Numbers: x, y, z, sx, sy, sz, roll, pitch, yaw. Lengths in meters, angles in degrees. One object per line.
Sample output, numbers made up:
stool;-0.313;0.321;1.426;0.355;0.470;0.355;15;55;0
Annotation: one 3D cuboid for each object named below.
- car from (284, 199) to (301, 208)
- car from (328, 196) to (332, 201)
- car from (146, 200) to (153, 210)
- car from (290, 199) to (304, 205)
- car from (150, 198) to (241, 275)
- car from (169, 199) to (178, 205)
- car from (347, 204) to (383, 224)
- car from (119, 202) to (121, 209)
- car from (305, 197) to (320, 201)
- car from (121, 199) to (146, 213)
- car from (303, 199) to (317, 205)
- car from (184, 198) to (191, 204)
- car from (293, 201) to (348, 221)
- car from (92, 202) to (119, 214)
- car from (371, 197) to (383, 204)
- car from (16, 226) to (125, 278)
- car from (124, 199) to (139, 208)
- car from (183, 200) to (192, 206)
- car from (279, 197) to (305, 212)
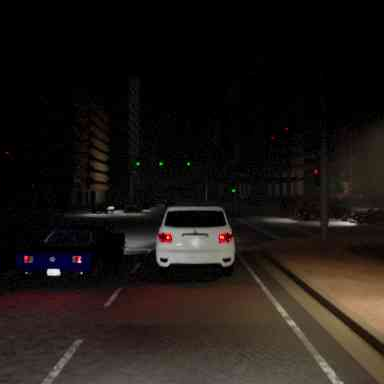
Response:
car;18.727;2.110;62.264;1.970;1.475;3.806;0;-1;0
car;30.037;2.042;77.444;1.932;1.855;4.605;0;-1;0
car;-8.022;2.133;54.759;1.837;1.490;4.892;0;-1;0
car;24.459;2.283;77.378;1.970;1.475;3.806;0;-1;0
car;0.093;1.352;11.064;2.150;2.045;5.566;0;0;0
car;-4.610;2.457;83.513;1.837;1.490;4.892;0;-1;0
car;15.407;1.876;27.077;4.181;1.385;1.994;0;-1;1
car;-11.517;2.209;52.974;1.895;1.301;4.718;0;-1;0
car;16.063;1.671;44.794;1.905;1.878;3.866;0;-1;0
car;-7.980;2.000;45.488;1.882;1.535;5.008;0;-1;0
car;27.354;2.251;77.385;1.784;1.438;3.905;0;-1;0
car;-1.110;2.261;83.518;1.882;1.535;5.008;0;-1;0
car;12.247;1.857;30.608;4.892;1.490;1.837;0;-1;0
car;-11.472;2.045;43.384;2.033;1.411;5.357;0;-1;0
car;35.624;1.869;62.397;1.932;1.855;4.605;0;-1;0
car;-3.411;1.722;10.457;1.895;1.301;4.718;0;-1;0
car;-11.521;2.205;63.461;1.882;1.535;5.008;0;-1;0
car;-1.057;2.405;74.680;1.994;1.385;4.181;0;-1;0
car;13.169;1.668;44.841;1.932;1.855;4.605;0;-1;0
